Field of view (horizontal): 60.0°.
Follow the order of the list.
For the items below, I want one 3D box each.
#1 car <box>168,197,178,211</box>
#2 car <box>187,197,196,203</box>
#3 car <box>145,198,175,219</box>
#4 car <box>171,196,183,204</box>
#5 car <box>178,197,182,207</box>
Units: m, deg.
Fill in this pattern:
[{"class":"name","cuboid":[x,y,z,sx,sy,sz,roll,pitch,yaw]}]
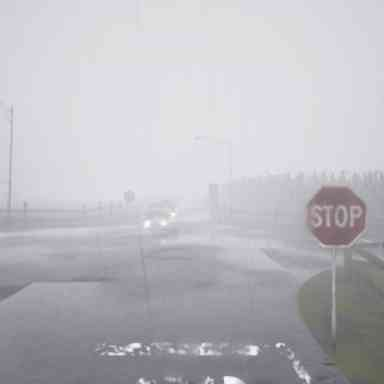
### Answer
[{"class":"car","cuboid":[-2.919,1.492,38.985,1.882,1.535,5.008,0,0,0]},{"class":"car","cuboid":[-0.142,1.645,71.069,1.895,1.301,4.718,0,0,0]},{"class":"car","cuboid":[-2.902,1.554,29.306,2.033,1.411,5.357,0,0,0]},{"class":"car","cuboid":[-2.886,1.588,65.143,2.033,1.411,5.357,0,0,0]},{"class":"car","cuboid":[-2.925,1.515,49.679,2.128,1.511,4.902,0,0,0]}]
